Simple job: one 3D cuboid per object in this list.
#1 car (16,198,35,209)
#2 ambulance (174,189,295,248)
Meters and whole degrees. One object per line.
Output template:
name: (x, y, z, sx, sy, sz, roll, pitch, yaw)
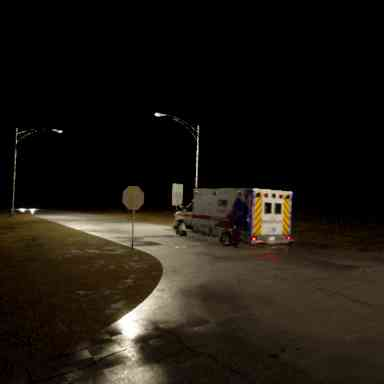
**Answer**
car: (-23.274, 1.593, 46.499, 1.994, 1.385, 4.181, 3, -2, -35)
ambulance: (1.531, 1.138, 15.464, 2.351, 2.431, 6.366, 4, -2, -35)
